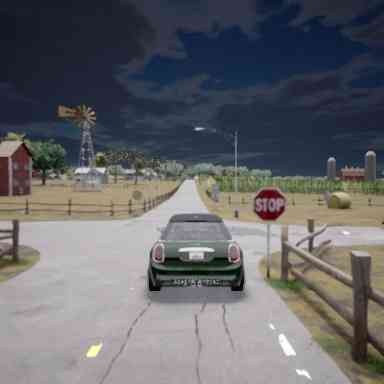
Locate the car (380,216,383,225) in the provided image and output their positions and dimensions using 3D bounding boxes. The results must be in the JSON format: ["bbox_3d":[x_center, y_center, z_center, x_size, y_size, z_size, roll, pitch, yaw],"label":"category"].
[{"bbox_3d":[14.299,1.783,20.384,4.718,1.301,1.895,1,2,0],"label":"car"}]

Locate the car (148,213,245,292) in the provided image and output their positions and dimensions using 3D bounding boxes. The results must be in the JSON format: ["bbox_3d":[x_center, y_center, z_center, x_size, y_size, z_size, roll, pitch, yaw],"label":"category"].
[{"bbox_3d":[0.088,1.337,9.020,2.097,1.767,4.553,0,0,0],"label":"car"}]
